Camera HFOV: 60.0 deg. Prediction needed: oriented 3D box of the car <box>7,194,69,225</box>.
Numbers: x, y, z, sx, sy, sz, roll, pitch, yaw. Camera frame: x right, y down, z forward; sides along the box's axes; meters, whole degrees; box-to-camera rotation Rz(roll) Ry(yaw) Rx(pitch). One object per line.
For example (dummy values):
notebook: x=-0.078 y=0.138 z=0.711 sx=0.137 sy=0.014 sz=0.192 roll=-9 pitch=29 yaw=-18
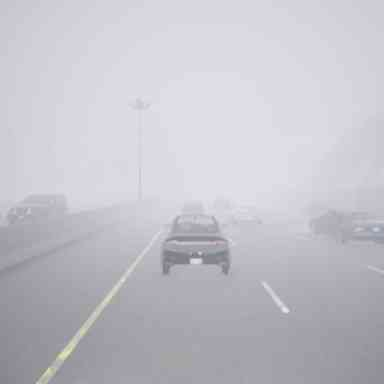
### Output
car: x=-10.499 y=1.149 z=23.199 sx=2.150 sy=2.045 sz=5.566 roll=0 pitch=0 yaw=0

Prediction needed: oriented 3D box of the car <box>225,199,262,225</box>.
car: x=3.593 y=1.432 z=23.024 sx=1.812 sy=1.442 sz=4.674 roll=0 pitch=0 yaw=0

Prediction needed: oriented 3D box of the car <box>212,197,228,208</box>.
car: x=3.601 y=1.310 z=41.169 sx=1.882 sy=1.535 sz=5.008 roll=0 pitch=0 yaw=0

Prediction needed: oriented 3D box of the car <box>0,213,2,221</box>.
car: x=-14.021 y=1.479 z=21.035 sx=1.994 sy=1.385 sz=4.181 roll=0 pitch=0 yaw=1

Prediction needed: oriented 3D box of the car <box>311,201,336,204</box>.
car: x=10.601 y=1.437 z=27.009 sx=2.033 sy=1.411 sz=5.357 roll=0 pitch=0 yaw=0

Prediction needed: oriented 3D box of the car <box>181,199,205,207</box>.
car: x=0.103 y=1.359 z=29.143 sx=1.882 sy=1.535 sz=5.008 roll=0 pitch=0 yaw=0

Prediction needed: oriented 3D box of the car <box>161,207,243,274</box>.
car: x=0.101 y=1.449 z=10.439 sx=2.128 sy=1.511 sz=4.902 roll=0 pitch=0 yaw=0

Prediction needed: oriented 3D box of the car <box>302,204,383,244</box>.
car: x=7.101 y=1.485 z=15.342 sx=2.033 sy=1.411 sz=5.357 roll=0 pitch=0 yaw=0
